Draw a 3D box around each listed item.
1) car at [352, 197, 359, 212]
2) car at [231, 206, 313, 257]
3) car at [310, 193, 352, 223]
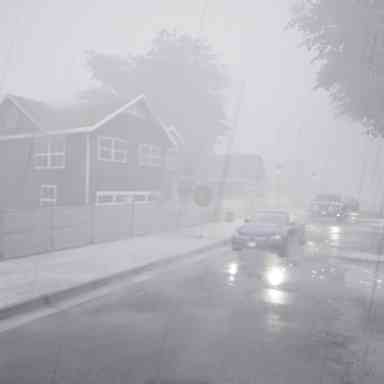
[{"bbox_3d":[17.115,1.294,36.469,1.882,1.535,5.008,2,1,31],"label":"car"},{"bbox_3d":[3.122,1.418,12.742,1.812,1.442,4.674,1,1,31],"label":"car"},{"bbox_3d":[10.283,1.075,24.890,2.150,2.045,5.566,1,1,30],"label":"car"}]
